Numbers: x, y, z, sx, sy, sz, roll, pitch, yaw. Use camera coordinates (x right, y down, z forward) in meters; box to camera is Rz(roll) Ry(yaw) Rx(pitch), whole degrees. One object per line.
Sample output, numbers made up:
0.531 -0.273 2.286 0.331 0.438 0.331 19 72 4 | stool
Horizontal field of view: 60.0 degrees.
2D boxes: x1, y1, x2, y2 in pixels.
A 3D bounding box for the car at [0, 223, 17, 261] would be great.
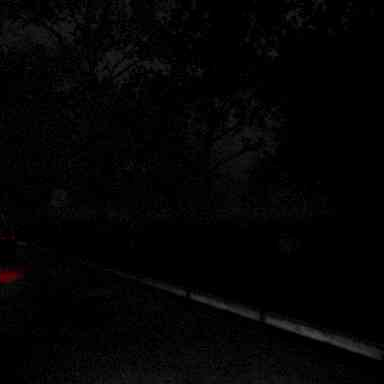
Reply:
-8.417 1.828 13.012 1.882 1.535 5.008 1 -2 -42 | car
